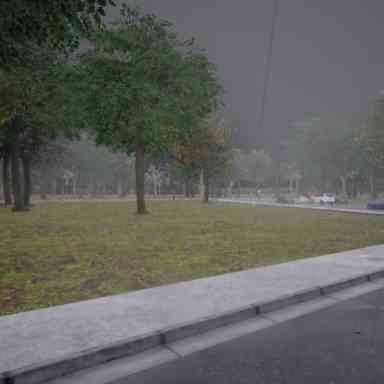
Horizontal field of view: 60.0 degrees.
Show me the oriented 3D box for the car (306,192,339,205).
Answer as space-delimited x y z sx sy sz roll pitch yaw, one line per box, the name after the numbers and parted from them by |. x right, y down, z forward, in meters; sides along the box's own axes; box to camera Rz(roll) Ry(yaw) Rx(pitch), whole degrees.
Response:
23.993 1.273 61.483 2.150 2.045 5.566 0 0 -11 | car

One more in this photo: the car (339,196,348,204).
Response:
27.129 1.554 62.338 2.128 1.511 4.902 0 0 -12 | car

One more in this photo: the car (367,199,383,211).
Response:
22.221 1.534 38.140 1.812 1.442 4.674 0 0 -12 | car

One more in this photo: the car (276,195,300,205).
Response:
17.288 1.535 61.357 1.837 1.490 4.892 0 -1 -12 | car

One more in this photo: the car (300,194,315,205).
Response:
20.455 1.565 62.086 1.812 1.442 4.674 0 0 -12 | car

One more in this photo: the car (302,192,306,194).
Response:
21.774 1.406 71.535 2.128 1.511 4.902 0 0 -12 | car
